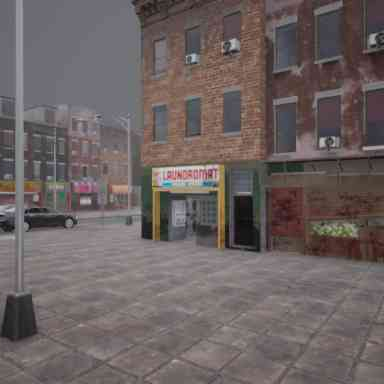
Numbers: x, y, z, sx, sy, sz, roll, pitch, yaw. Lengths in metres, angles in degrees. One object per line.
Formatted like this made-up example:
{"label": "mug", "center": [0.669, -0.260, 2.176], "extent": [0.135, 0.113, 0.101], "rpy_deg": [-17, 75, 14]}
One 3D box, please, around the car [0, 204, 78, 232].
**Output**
{"label": "car", "center": [-9.290, 1.574, 20.184], "extent": [1.837, 1.490, 4.892], "rpy_deg": [0, 0, 35]}
